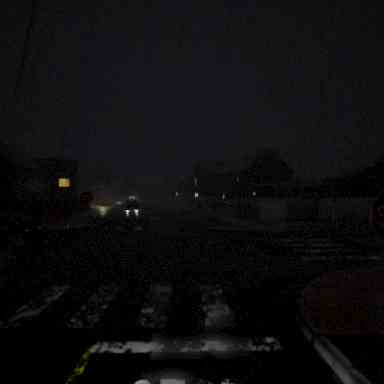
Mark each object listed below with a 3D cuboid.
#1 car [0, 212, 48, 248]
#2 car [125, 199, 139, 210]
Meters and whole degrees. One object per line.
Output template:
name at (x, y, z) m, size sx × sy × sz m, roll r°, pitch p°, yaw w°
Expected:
car at (-8.904, 1.690, 14.359) m, size 4.892 × 1.490 × 1.837 m, roll -2°, pitch 7°, yaw -20°
car at (-8.326, 1.699, 46.060) m, size 2.033 × 1.411 × 5.357 m, roll 0°, pitch 0°, yaw -12°
